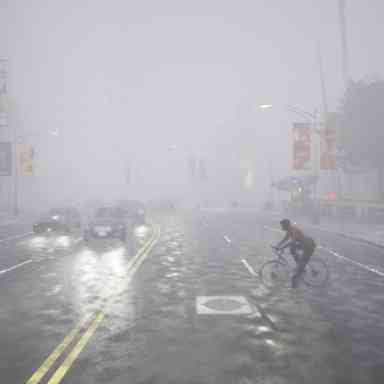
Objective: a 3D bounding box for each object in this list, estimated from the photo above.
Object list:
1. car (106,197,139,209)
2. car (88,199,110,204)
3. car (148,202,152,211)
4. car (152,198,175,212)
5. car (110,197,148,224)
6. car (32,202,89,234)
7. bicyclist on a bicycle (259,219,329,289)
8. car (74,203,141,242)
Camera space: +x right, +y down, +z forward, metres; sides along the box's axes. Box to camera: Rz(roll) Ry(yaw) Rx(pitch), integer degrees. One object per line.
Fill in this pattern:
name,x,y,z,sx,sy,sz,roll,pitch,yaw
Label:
car,-9.807,1.491,46.661,2.128,1.511,4.902,0,0,-45
car,-12.773,1.601,44.732,4.718,1.301,1.895,0,0,44
car,-6.616,1.526,37.191,1.812,1.442,4.674,0,0,-32
car,-3.718,1.504,38.960,1.837,1.490,4.892,0,0,-31
car,-4.701,1.351,24.432,2.097,1.767,4.553,0,0,-14
car,-7.678,1.548,19.570,2.033,1.411,5.357,0,0,-9
bicyclist on a bicycle,2.372,1.454,7.770,1.656,1.620,0.582,-2,0,-1
car,-3.950,1.492,16.417,2.128,1.511,4.902,0,0,-4
